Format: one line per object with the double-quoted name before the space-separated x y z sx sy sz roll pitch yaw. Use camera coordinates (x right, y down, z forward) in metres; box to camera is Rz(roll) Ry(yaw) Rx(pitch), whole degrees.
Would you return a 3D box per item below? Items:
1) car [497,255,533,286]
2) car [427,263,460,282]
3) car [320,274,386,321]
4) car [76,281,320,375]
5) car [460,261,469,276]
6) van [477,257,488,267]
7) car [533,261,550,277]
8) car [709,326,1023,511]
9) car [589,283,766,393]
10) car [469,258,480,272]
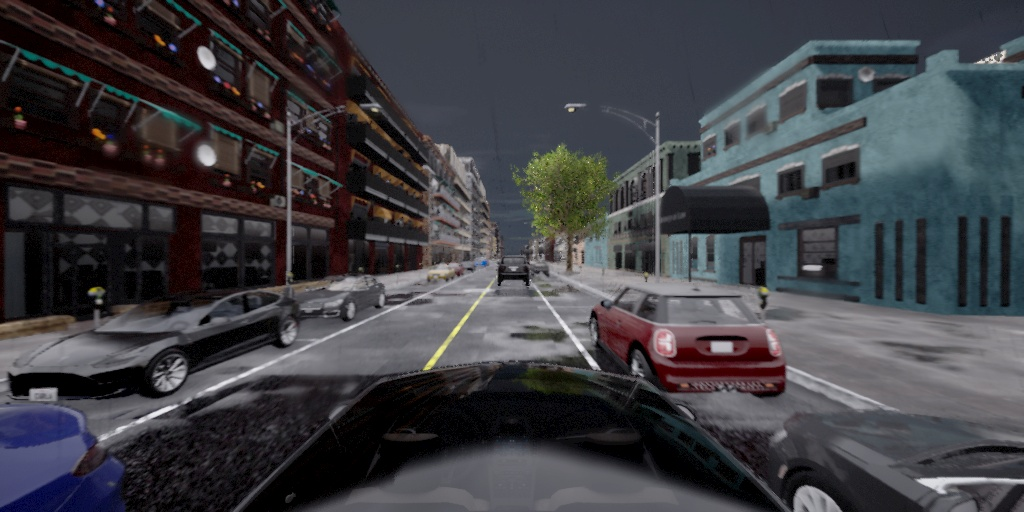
"car" 0.103 0.976 25.673 2.150 2.045 5.566 0 0 0
"car" -5.687 1.282 29.152 1.751 1.417 4.829 0 0 0
"car" -5.689 1.302 12.231 2.007 1.370 4.403 0 0 0
"car" -5.689 1.316 6.536 1.948 1.339 4.313 0 0 0
"car" -5.686 1.305 35.019 1.888 1.381 4.507 0 0 0
"van" -5.682 1.135 63.502 1.690 1.789 3.998 0 0 0
"car" 2.695 1.310 35.016 2.007 1.370 4.403 0 0 0
"car" 2.691 1.301 0.836 2.007 1.370 4.403 0 0 0
"car" 2.691 1.190 6.532 1.967 1.591 4.097 0 0 0
"car" -5.684 1.336 46.411 1.948 1.339 4.313 0 0 0
